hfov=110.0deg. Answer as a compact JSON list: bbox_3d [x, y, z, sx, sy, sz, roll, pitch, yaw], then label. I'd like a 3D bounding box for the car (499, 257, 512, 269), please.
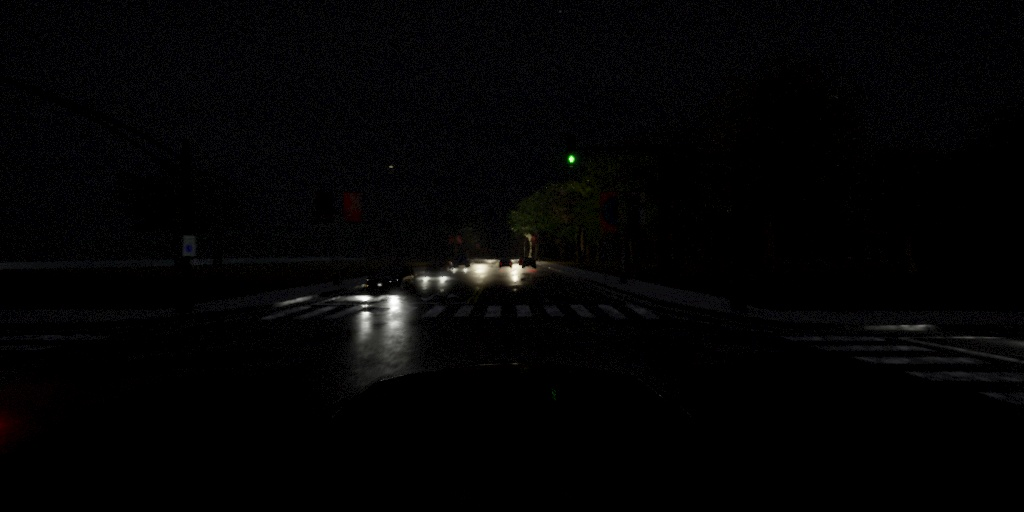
[{"bbox_3d":[-0.909,1.103,50.700,1.895,1.301,4.718,0,0,-1],"label":"car"}]

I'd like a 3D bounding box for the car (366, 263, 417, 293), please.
[{"bbox_3d":[-6.846,1.212,20.794,1.837,1.490,4.892,0,1,-2],"label":"car"}]

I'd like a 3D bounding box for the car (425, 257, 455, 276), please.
[{"bbox_3d":[-7.154,1.104,35.154,1.882,1.535,5.008,0,1,-1],"label":"car"}]

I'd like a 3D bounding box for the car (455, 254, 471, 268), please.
[{"bbox_3d":[-7.497,0.743,54.180,2.150,2.045,5.566,0,0,-1],"label":"car"}]

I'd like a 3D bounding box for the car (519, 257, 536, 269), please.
[{"bbox_3d":[2.350,0.991,50.324,1.837,1.490,4.892,0,0,-1],"label":"car"}]
